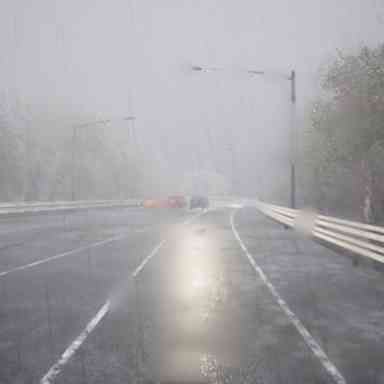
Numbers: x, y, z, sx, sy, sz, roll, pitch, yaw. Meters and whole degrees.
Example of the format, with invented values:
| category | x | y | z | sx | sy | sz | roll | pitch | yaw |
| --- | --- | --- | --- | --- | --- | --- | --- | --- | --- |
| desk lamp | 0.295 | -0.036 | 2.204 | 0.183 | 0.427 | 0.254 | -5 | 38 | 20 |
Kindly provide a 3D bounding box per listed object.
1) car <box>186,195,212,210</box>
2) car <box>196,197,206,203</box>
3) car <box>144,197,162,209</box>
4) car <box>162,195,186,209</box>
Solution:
| category | x | y | z | sx | sy | sz | roll | pitch | yaw |
| --- | --- | --- | --- | --- | --- | --- | --- | --- | --- |
| car | 1.136 | 1.533 | 49.255 | 2.150 | 2.045 | 5.566 | 0 | -1 | 11 |
| car | 2.577 | 2.191 | 91.589 | 1.882 | 1.535 | 5.008 | 0 | -1 | 11 |
| car | -5.715 | 1.638 | 50.654 | 2.097 | 1.767 | 4.553 | 0 | -1 | 11 |
| car | -2.275 | 1.521 | 50.009 | 2.150 | 2.045 | 5.566 | 0 | -1 | 11 |
